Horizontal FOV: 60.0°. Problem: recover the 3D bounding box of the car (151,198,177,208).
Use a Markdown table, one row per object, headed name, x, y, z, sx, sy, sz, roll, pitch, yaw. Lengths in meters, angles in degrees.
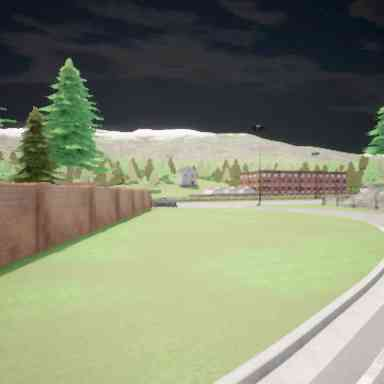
| name | x | y | z | sx | sy | sz | roll | pitch | yaw |
| --- | --- | --- | --- | --- | --- | --- | --- | --- | --- |
| car | -4.351 | 1.637 | 49.179 | 4.181 | 1.385 | 1.994 | 0 | 0 | 6 |
